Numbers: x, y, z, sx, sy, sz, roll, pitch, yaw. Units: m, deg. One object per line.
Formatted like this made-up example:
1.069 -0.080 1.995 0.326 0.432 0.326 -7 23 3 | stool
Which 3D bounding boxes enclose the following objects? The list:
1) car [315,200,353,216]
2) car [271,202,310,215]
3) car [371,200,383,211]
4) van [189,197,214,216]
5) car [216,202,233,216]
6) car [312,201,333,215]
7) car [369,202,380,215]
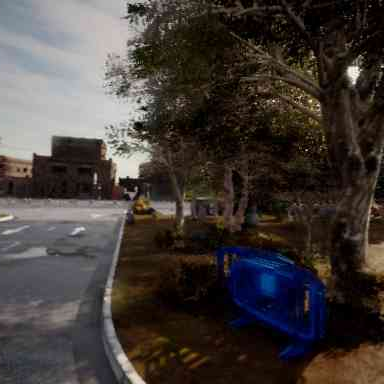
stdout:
17.264 1.892 40.704 2.185 1.767 4.553 1 1 -10 | car
11.783 1.971 39.817 2.231 1.521 4.892 0 1 -10 | car
30.497 2.075 51.447 4.892 1.490 1.837 1 1 -9 | car
0.823 1.650 38.074 1.878 1.987 4.442 0 1 -10 | van
3.579 1.930 38.394 2.163 1.488 4.792 0 1 -10 | car
14.521 1.993 40.268 2.097 1.535 5.008 1 1 -10 | car
22.729 2.065 41.667 2.097 1.535 5.008 1 1 -10 | car
